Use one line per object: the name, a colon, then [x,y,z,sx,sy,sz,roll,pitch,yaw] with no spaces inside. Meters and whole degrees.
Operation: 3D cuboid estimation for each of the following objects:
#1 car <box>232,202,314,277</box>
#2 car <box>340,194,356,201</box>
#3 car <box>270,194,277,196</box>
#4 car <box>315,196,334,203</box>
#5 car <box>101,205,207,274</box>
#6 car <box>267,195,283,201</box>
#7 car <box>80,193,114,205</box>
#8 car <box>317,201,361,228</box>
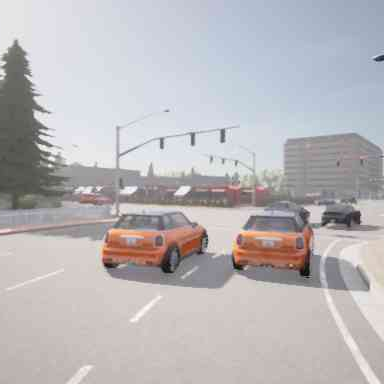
car: [2.784,1.382,10.751,2.097,1.767,4.553,0,0,21]
car: [32.487,1.524,69.087,2.150,2.045,5.566,0,0,38]
car: [21.298,1.438,90.211,4.605,1.855,1.932,0,0,38]
car: [23.084,1.819,57.011,1.895,1.301,4.718,0,0,38]
car: [-0.974,1.353,10.936,2.097,1.767,4.553,0,0,18]
car: [22.915,1.663,92.352,3.905,1.438,1.784,0,0,38]
car: [-13.259,1.211,46.128,5.566,2.045,2.150,0,0,38]
car: [10.505,1.626,23.318,1.837,1.490,4.892,0,0,37]
